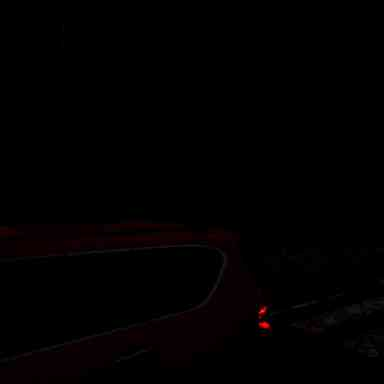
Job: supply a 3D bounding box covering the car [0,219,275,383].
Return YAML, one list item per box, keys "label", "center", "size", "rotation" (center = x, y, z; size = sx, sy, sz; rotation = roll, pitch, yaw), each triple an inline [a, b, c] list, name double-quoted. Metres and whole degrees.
- label: "car"
  center: [-1.809, 1.280, 2.403]
  size: [5.566, 2.045, 2.150]
  rotation: [2, -2, -36]
